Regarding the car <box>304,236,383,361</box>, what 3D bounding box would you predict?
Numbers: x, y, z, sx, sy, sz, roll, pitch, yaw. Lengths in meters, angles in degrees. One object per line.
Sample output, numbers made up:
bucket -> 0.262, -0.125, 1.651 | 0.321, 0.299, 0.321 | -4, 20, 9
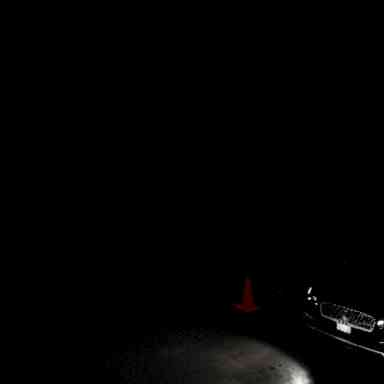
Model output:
car -> 3.934, 1.500, 5.687 | 4.892, 1.490, 1.837 | 0, 0, -35

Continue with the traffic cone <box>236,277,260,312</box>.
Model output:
traffic cone -> 1.080, 1.949, 6.432 | 0.340, 0.580, 0.340 | 0, 0, -36
